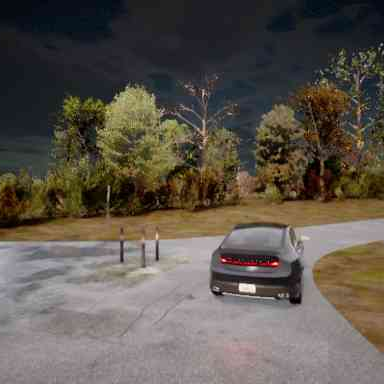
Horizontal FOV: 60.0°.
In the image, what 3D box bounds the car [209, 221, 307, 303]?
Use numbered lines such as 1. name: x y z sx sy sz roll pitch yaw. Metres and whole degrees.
1. car: 1.810 1.498 8.335 1.837 1.490 4.892 0 0 19
